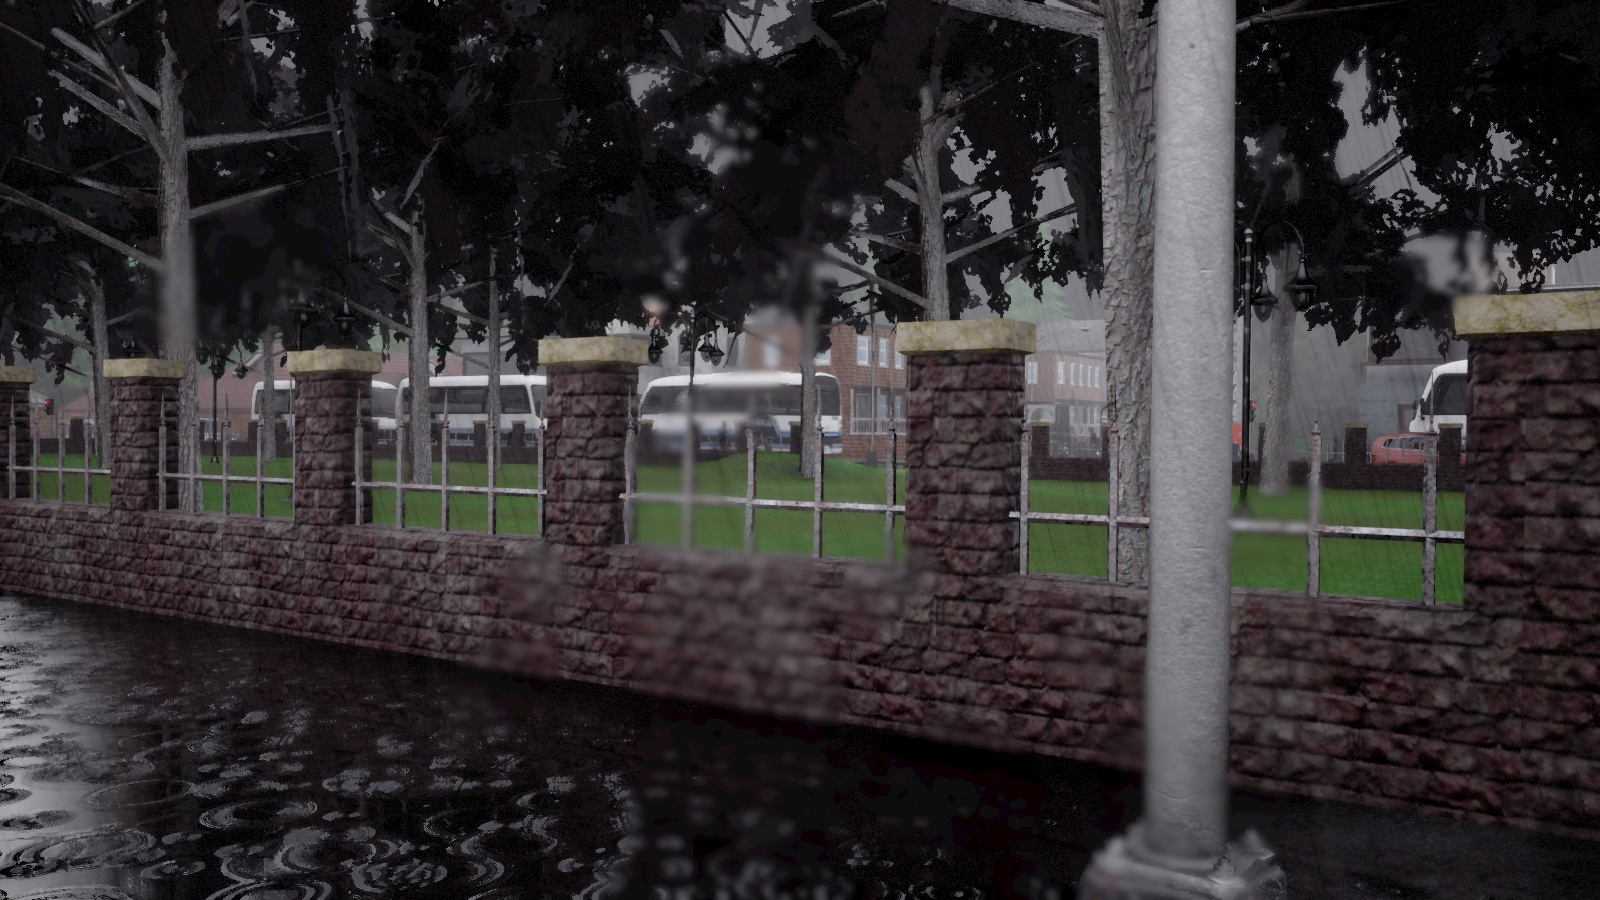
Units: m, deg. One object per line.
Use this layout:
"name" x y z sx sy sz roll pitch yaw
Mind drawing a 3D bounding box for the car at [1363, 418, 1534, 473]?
"car" 20.665 -0.158 40.044 4.611 1.667 2.242 0 1 34

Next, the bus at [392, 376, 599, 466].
"bus" -15.571 -1.376 63.894 10.273 4.253 3.944 0 1 30

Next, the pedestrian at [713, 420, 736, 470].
"pedestrian" -2.951 -0.206 49.331 0.788 1.949 0.423 0 1 34

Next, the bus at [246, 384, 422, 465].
"bus" -26.370 -1.373 70.798 10.273 4.253 3.944 0 1 34

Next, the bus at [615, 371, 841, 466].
"bus" -3.530 -1.437 60.360 10.273 4.253 3.944 0 1 30

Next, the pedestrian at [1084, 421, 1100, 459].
"pedestrian" 14.206 -0.499 61.134 0.720 1.854 0.376 0 1 8

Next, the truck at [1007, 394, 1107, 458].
"truck" 14.964 -1.379 72.713 2.891 3.462 7.936 0 1 34

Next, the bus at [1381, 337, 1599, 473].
"bus" 25.280 -1.444 41.745 10.273 4.253 3.944 0 1 35
